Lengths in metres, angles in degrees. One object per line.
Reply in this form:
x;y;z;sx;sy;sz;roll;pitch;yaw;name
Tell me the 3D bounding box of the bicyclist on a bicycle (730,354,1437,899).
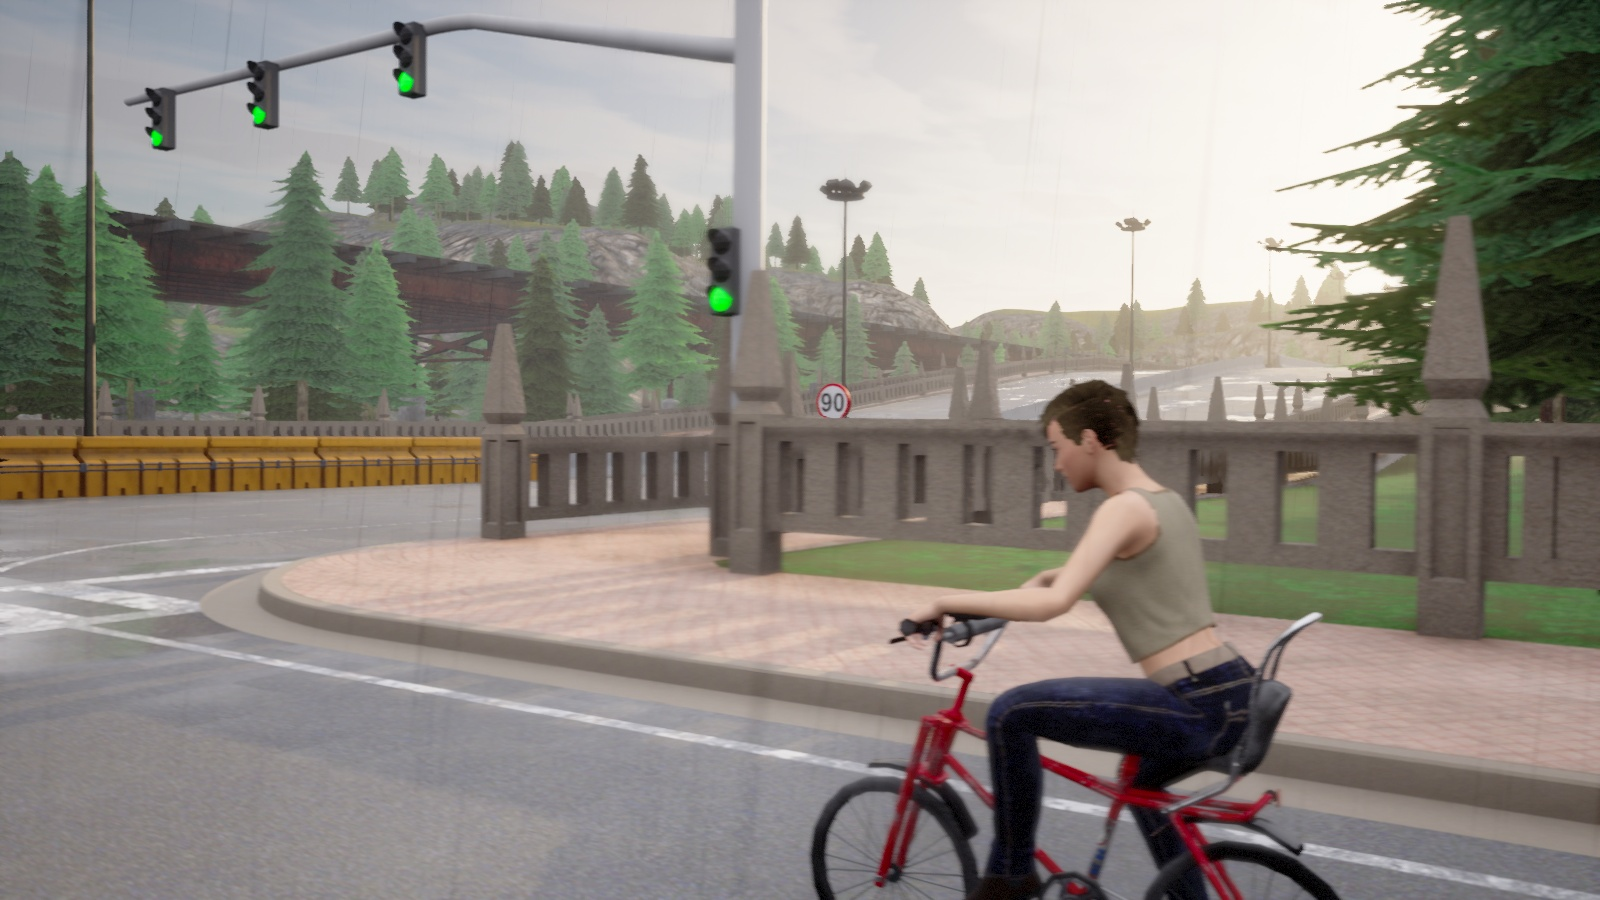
0.697;0.618;3.154;1.509;1.612;0.866;0;1;34;bicyclist on a bicycle
